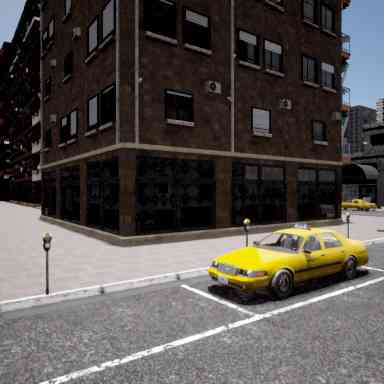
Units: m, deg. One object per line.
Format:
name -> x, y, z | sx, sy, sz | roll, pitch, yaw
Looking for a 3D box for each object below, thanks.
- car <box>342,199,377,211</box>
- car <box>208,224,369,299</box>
car -> 19.281, 1.469, 39.658 | 1.752, 1.417, 4.829 | 0, 0, -35
car -> 2.614, 1.525, 8.433 | 4.829, 1.417, 1.752 | 0, 0, -36
